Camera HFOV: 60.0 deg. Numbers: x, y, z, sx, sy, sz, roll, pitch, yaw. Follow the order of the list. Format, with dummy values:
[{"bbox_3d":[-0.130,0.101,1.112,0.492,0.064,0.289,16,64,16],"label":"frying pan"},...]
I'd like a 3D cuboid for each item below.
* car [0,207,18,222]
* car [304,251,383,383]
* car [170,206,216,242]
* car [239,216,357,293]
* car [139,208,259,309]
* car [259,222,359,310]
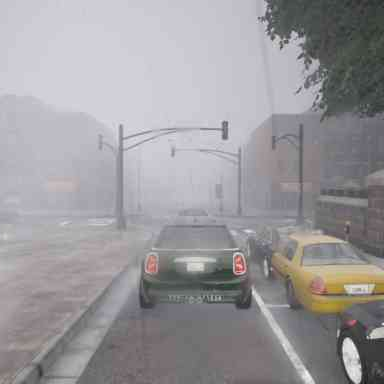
[{"bbox_3d":[-14.718,1.426,23.129,4.892,1.490,1.837,1,1,0],"label":"car"},{"bbox_3d":[2.626,1.550,2.486,2.008,1.369,4.403,-1,0,0],"label":"car"},{"bbox_3d":[0.042,1.555,17.464,2.033,1.411,5.357,0,0,0],"label":"car"},{"bbox_3d":[2.668,1.548,9.622,2.008,1.369,4.403,-1,0,0],"label":"car"},{"bbox_3d":[0.080,1.350,8.030,2.097,1.767,4.553,0,0,0],"label":"car"},{"bbox_3d":[2.688,1.523,7.648,1.752,1.417,4.829,-1,0,0],"label":"car"}]
